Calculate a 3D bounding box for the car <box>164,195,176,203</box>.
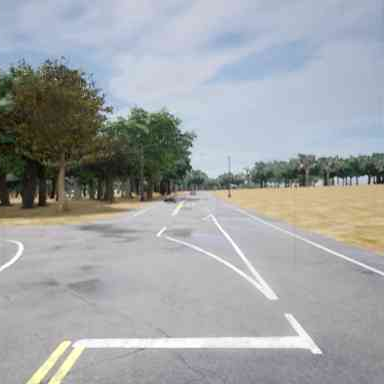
[{"bbox_3d":[-3.657,1.182,55.440,1.895,1.301,4.718,0,1,1],"label":"car"}]
